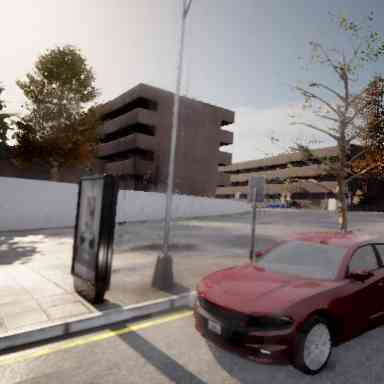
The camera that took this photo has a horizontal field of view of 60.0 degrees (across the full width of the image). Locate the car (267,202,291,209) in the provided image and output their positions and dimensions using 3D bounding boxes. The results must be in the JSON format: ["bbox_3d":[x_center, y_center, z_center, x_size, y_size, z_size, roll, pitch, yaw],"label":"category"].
[{"bbox_3d":[15.369,2.534,58.681,1.882,1.535,5.008,6,-5,-24],"label":"car"}]

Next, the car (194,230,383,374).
[{"bbox_3d":[2.325,1.481,5.781,5.008,1.535,1.882,0,0,-36],"label":"car"}]
